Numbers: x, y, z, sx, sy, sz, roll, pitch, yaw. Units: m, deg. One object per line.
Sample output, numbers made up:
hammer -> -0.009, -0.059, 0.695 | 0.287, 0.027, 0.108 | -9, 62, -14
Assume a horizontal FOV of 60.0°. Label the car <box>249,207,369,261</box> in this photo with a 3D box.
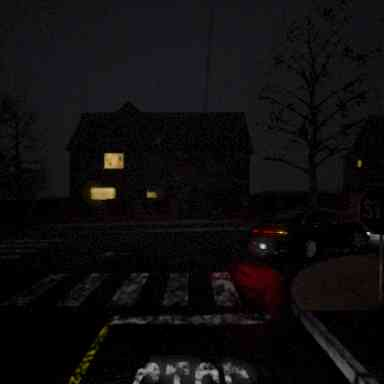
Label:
car -> 4.131, 1.283, 11.476 | 4.892, 1.490, 1.837 | -3, -1, -35
